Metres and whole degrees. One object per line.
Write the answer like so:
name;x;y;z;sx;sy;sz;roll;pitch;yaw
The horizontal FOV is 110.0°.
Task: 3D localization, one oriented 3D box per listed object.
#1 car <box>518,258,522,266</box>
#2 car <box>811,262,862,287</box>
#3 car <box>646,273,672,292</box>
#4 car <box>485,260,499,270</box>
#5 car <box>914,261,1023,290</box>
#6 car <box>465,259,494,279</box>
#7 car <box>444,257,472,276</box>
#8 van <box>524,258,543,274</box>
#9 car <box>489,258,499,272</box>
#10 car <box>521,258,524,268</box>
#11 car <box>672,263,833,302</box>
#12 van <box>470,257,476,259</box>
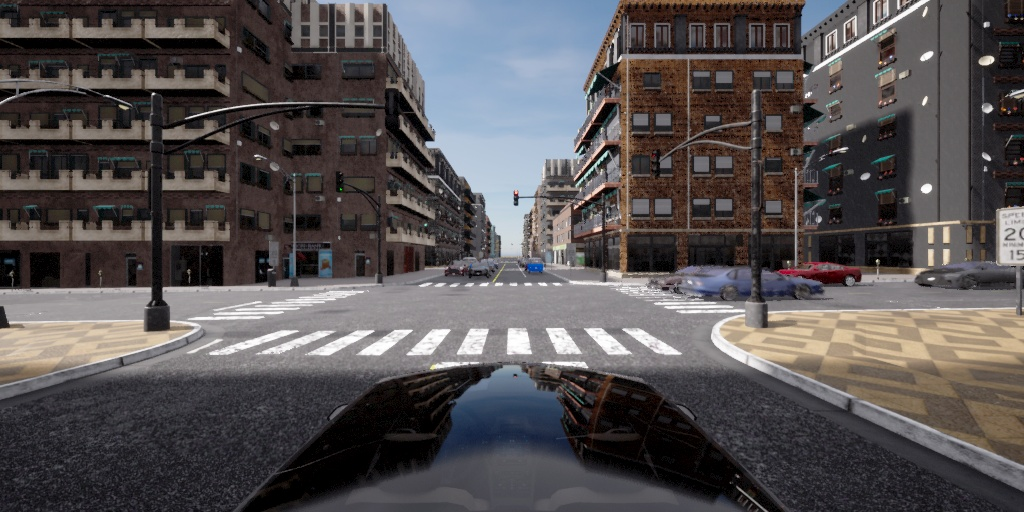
car;2.434;1.300;58.227;1.948;1.339;4.313;0;0;0
car;17.555;1.033;20.814;4.507;1.381;1.888;0;0;0
car;9.728;1.144;18.163;5.357;1.411;2.033;-1;0;-3
car;-2.958;1.337;53.364;1.895;1.301;4.718;0;0;0
car;23.467;0.972;18.365;4.181;1.385;1.994;-1;0;0
car;-2.921;1.248;33.172;1.837;1.490;4.892;0;0;0
car;-5.525;1.182;35.882;1.967;1.591;4.097;0;0;0
van;2.602;1.081;40.861;1.690;1.789;3.998;0;0;0
car;-2.951;1.287;43.073;2.033;1.411;5.357;0;0;-1
car;2.552;1.283;47.065;1.888;1.381;4.507;0;0;0
car;10.173;1.139;15.479;5.357;1.411;2.033;-1;0;0
van;-5.517;1.079;47.046;1.690;1.789;3.998;0;0;0
